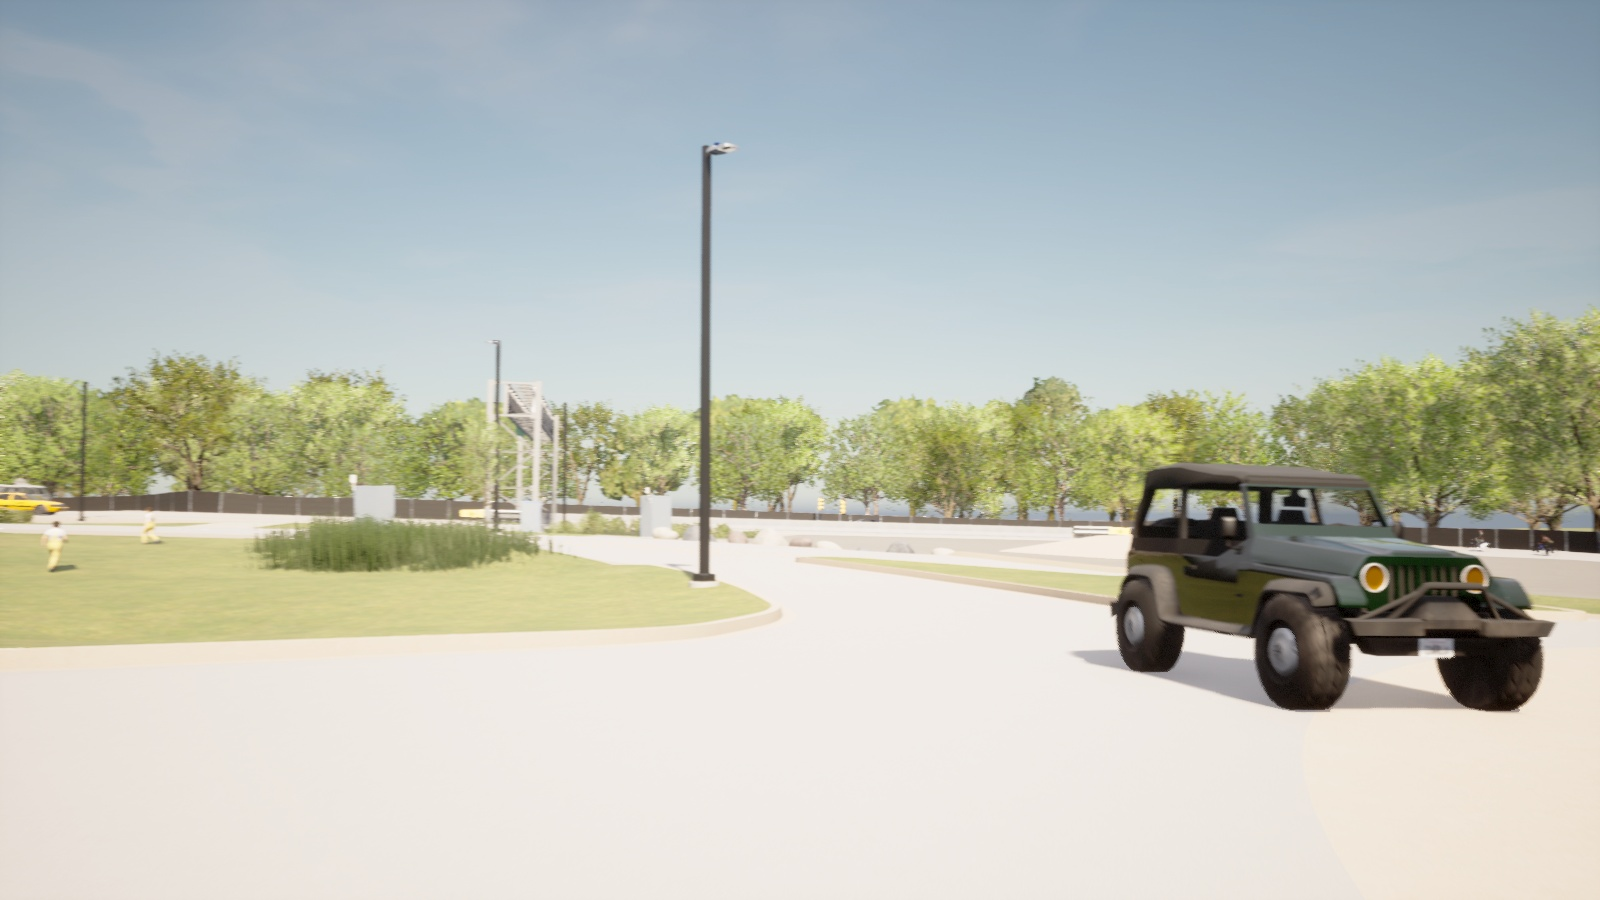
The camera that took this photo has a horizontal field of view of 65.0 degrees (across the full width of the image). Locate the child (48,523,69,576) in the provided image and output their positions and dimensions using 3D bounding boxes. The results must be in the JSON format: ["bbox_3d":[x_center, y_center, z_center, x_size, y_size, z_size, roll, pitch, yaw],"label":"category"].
[{"bbox_3d":[-17.796,2.383,30.146,0.270,1.263,0.437,0,-3,-7],"label":"child"}]

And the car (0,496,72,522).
[{"bbox_3d":[-50.848,3.841,82.024,5.366,1.575,1.801,2,-3,-9],"label":"car"}]

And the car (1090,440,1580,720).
[{"bbox_3d":[4.157,0.992,10.553,1.905,1.878,3.866,2,-3,-12],"label":"car"}]

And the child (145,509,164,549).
[{"bbox_3d":[-20.624,2.513,40.115,0.437,1.263,0.270,-1,-3,15],"label":"child"}]
